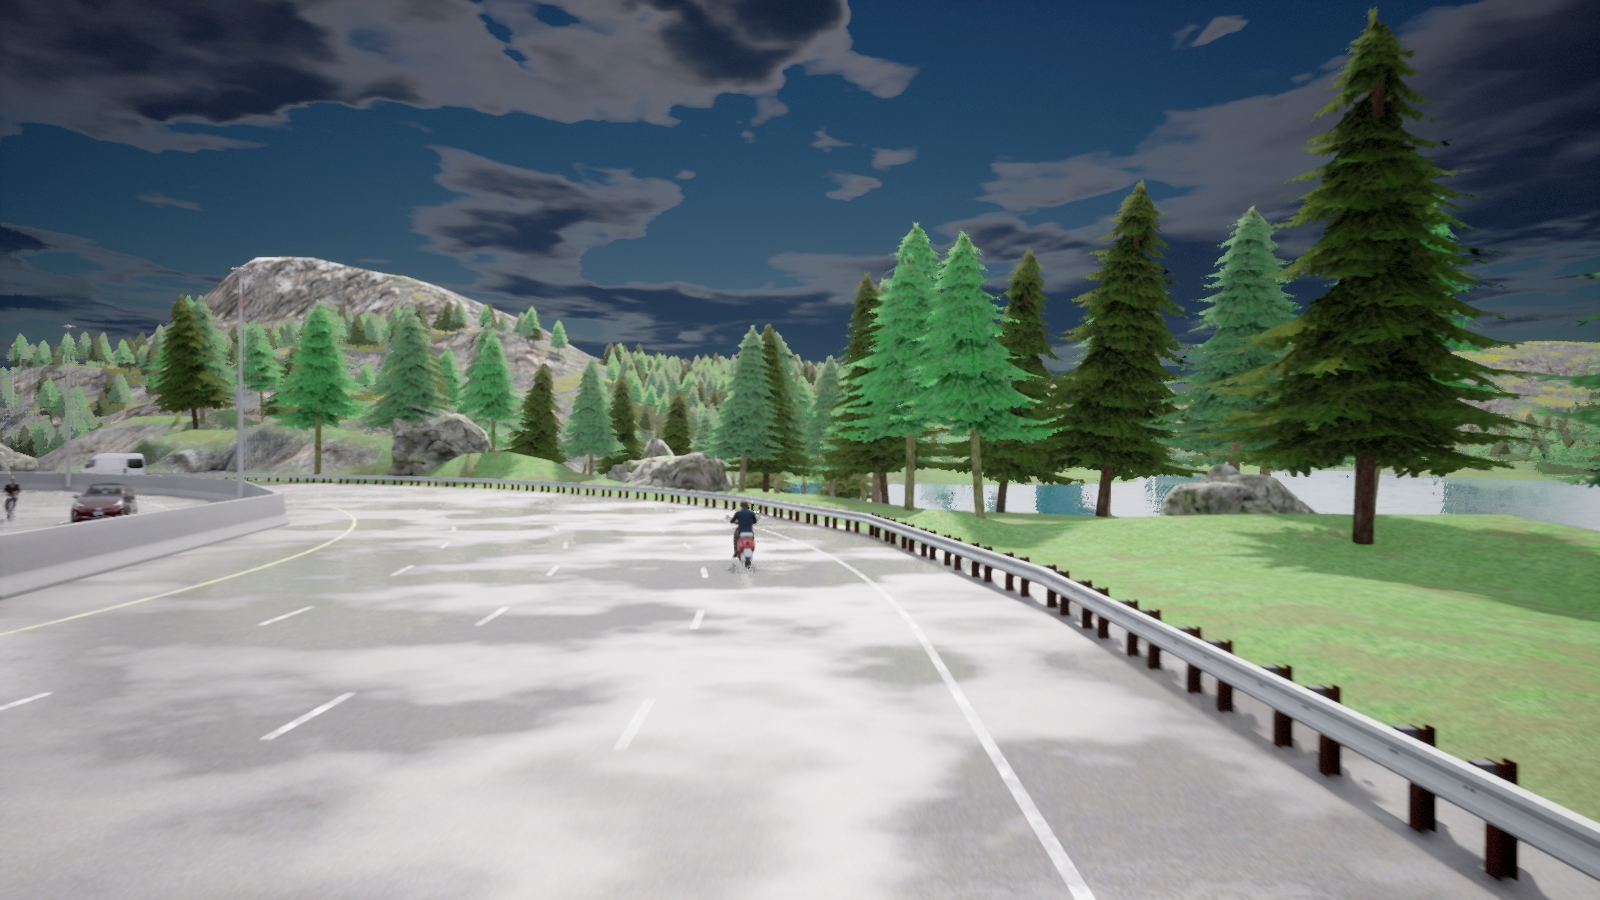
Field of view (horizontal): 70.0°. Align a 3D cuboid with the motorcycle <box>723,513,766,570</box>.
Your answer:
[{"bbox_3d":[-1.359,2.201,27.824,0.856,1.236,1.805,0,0,-9],"label":"motorcycle"}]

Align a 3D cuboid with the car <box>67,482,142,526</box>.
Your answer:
[{"bbox_3d":[-27.097,2.062,44.656,2.007,1.525,4.514,0,0,-25],"label":"car"}]
